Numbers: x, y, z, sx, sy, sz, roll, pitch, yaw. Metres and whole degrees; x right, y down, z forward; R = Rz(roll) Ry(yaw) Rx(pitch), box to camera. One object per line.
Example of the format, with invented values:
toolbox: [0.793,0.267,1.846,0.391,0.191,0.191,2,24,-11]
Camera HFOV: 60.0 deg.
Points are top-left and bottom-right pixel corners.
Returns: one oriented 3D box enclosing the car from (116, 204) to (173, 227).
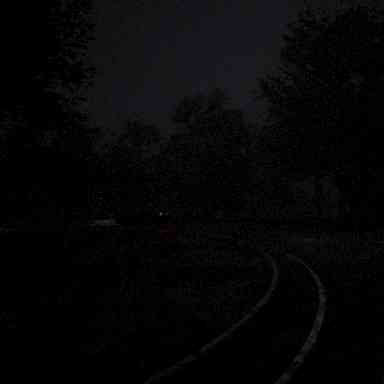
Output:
car: [-3.891,1.789,26.929,4.553,1.767,2.097,-1,-1,25]
